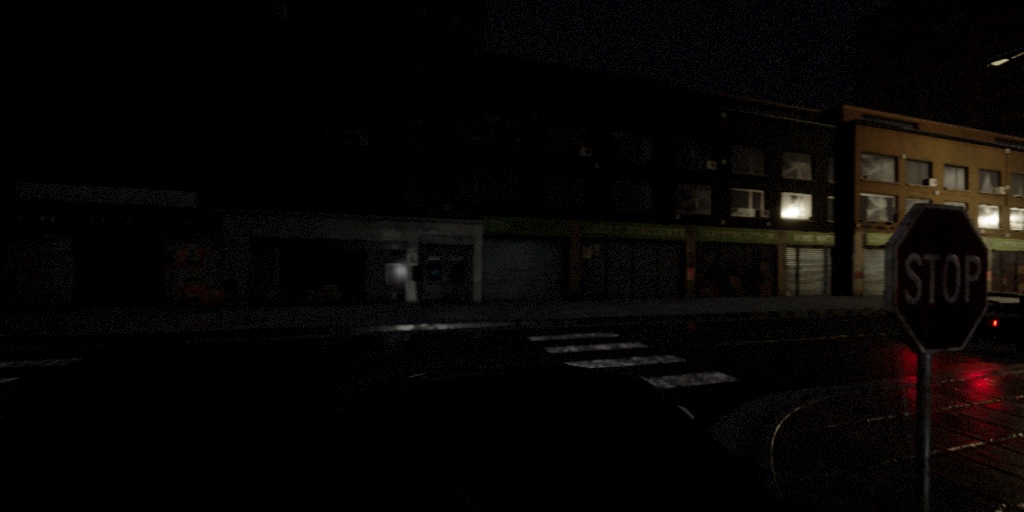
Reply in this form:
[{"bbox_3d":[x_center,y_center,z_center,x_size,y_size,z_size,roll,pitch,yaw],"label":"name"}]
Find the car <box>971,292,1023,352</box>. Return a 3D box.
[{"bbox_3d":[12.969,1.600,9.356,4.718,1.301,1.895,1,-1,-16],"label":"car"}]
